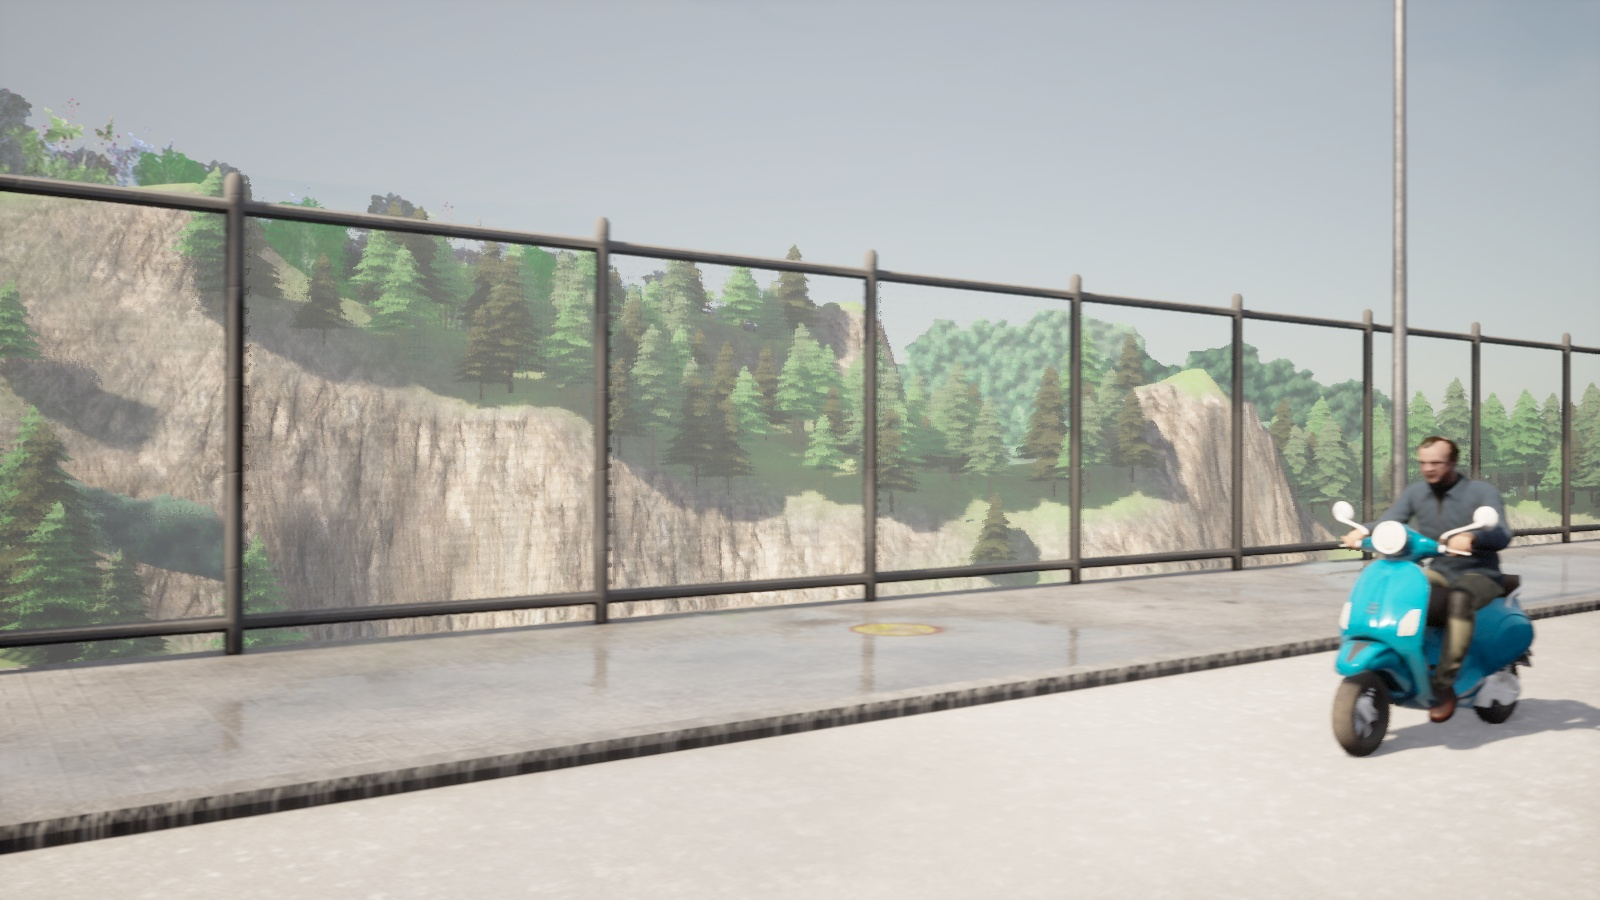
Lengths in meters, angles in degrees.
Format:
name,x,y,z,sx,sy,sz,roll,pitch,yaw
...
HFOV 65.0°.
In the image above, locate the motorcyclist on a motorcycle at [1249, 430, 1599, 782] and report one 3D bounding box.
name,x,y,z,sx,sy,sz,roll,pitch,yaw
motorcyclist on a motorcycle,3.282,0.707,6.552,1.817,1.590,0.866,0,0,-35
